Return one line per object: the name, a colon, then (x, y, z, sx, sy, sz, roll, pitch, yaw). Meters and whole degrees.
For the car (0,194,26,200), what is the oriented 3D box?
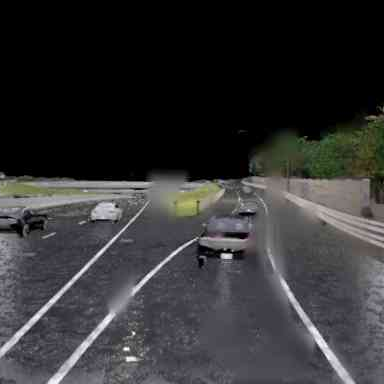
car: (-26.274, 1.194, 47.785, 2.097, 1.767, 4.553, 0, 0, -5)

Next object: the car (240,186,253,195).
car: (11.108, -0.137, 66.616, 2.128, 1.511, 4.902, 0, 3, 6)

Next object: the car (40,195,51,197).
car: (-27.790, 1.306, 62.945, 2.033, 1.411, 5.357, 0, 0, -6)

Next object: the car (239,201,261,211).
car: (5.397, 1.533, 31.092, 1.994, 1.385, 4.181, 0, 1, 12)

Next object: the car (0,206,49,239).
car: (-9.028, 1.477, 17.334, 2.128, 1.511, 4.902, 0, 0, -5)

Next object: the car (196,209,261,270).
car: (1.305, 1.547, 11.404, 2.128, 1.511, 4.902, 2, 0, 9)

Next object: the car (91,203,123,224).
car: (-6.366, 1.538, 25.134, 1.812, 1.442, 4.674, 0, 0, -6)

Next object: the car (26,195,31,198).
car: (-31.084, 1.269, 60.774, 2.128, 1.511, 4.902, 0, 0, -6)

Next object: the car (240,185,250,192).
car: (12.159, -0.767, 76.642, 2.033, 1.411, 5.357, 0, 3, 5)
